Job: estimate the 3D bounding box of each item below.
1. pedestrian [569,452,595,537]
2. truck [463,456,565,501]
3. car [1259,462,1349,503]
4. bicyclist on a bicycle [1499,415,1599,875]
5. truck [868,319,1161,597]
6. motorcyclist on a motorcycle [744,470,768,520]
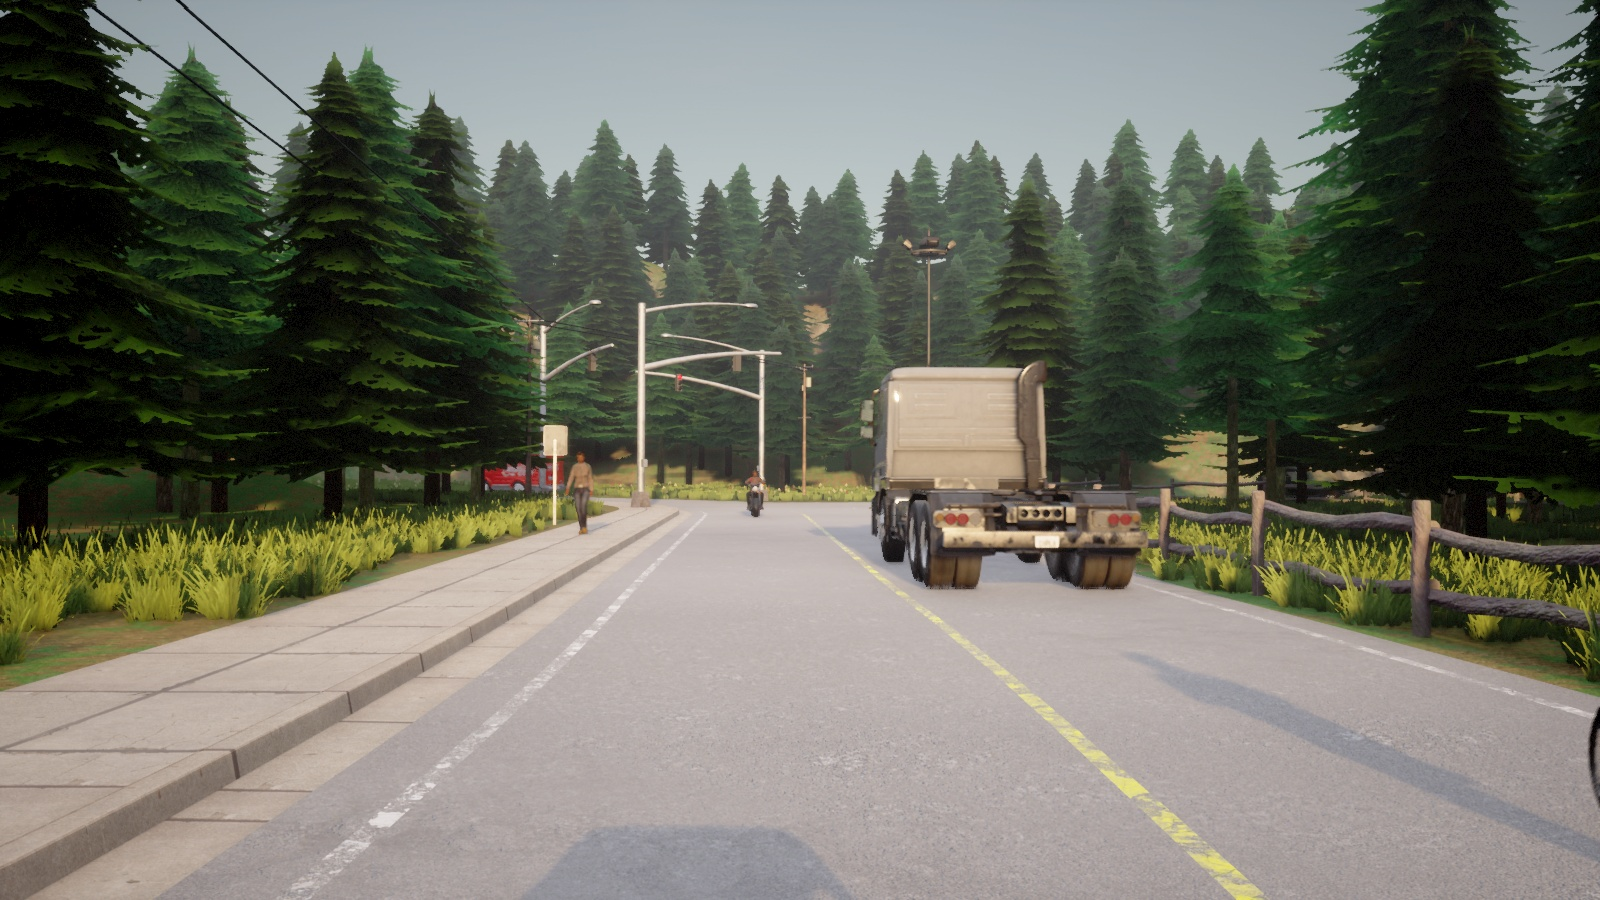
[{"bbox_3d":[-4.750,0.963,27.422,0.328,1.805,0.869,0,-1,7],"label":"pedestrian"},{"bbox_3d":[-16.264,1.597,71.456,5.204,2.467,2.627,-1,-1,27],"label":"truck"},{"bbox_3d":[23.720,1.540,59.097,3.866,1.878,1.905,-1,-1,23],"label":"car"},{"bbox_3d":[3.416,0.748,4.592,0.659,1.776,1.843,0,-1,-1],"label":"bicyclist on a bicycle"},{"bbox_3d":[2.907,0.159,19.689,2.891,3.462,7.936,0,-1,-3],"label":"truck"},{"bbox_3d":[-1.512,1.496,42.780,0.766,1.649,2.350,0,-1,-4],"label":"motorcyclist on a motorcycle"}]
